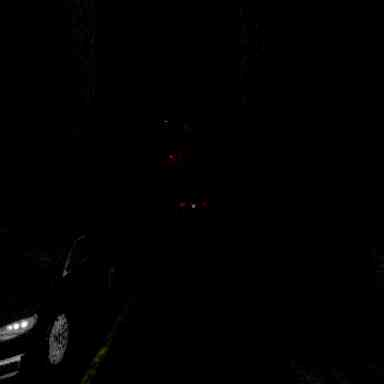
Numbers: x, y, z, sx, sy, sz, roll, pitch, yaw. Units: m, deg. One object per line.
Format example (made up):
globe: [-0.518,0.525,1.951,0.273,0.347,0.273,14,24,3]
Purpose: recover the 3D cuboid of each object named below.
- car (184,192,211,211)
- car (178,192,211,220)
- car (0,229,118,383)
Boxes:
car: [0.804,1.020,39.353,2.150,2.045,5.566,0,1,12]
car: [0.102,1.087,26.489,2.150,2.045,5.566,0,0,0]
car: [-2.597,1.464,5.728,2.128,1.511,4.902,0,0,0]
